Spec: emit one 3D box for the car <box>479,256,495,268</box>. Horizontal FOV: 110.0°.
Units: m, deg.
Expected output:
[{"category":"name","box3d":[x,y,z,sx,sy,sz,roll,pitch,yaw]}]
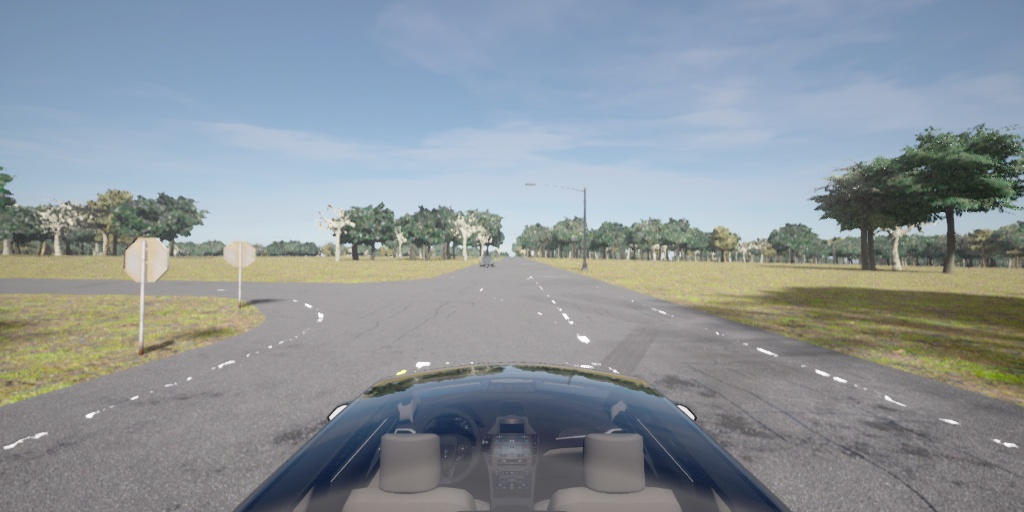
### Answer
[{"category":"car","box3d":[-3.621,0.834,52.819,2.097,1.767,4.553,0,0,0]}]
